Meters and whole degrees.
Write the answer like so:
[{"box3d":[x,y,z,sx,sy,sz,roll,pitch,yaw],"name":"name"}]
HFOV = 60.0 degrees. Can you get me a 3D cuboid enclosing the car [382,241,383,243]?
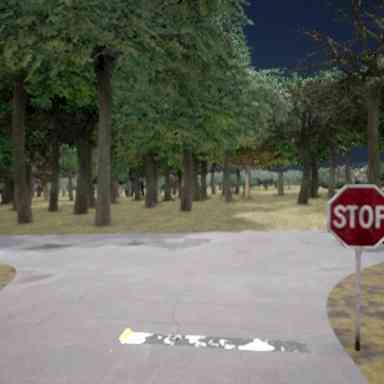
[{"box3d":[8.391,1.367,12.873,4.718,1.301,1.895,-2,0,-8],"name":"car"}]
